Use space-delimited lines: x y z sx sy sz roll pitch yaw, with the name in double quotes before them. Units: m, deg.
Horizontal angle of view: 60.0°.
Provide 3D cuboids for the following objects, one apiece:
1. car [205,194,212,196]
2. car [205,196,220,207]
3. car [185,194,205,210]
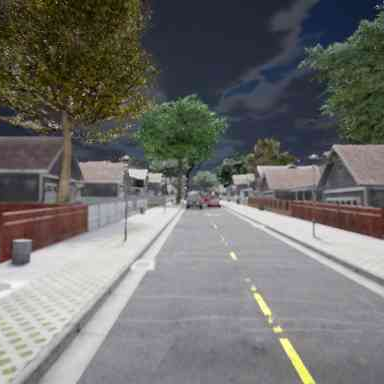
"car" 3.442 1.432 71.652 2.150 2.045 5.566 0 0 1
"car" 3.356 1.713 52.997 1.994 1.385 4.181 0 0 0
"car" 0.341 1.327 44.741 2.150 2.045 5.566 0 0 1
